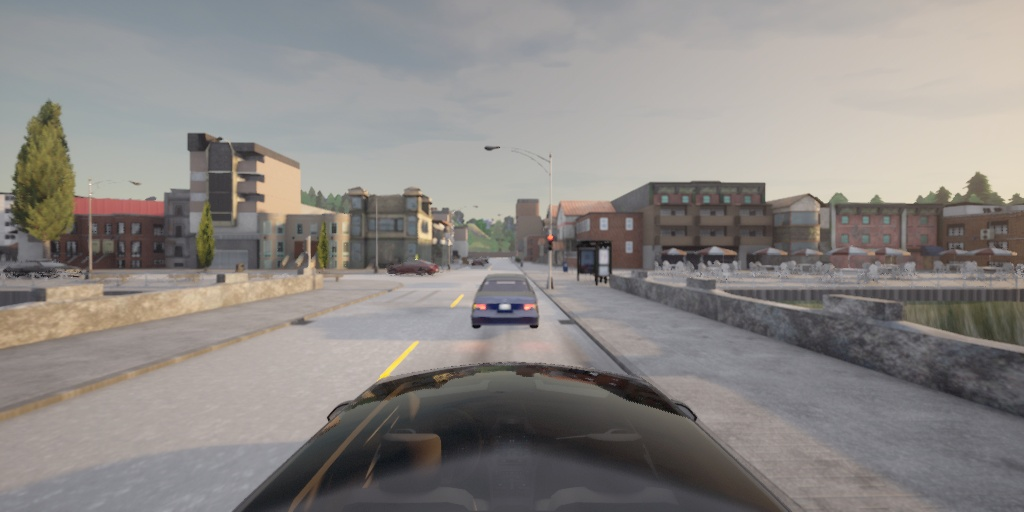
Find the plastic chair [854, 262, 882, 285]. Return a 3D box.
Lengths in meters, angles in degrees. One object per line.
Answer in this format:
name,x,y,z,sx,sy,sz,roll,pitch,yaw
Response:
plastic chair,23.164,1.193,23.346,0.750,1.272,0.730,0,0,-1

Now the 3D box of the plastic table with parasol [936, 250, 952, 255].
plastic table with parasol,45.851,0.545,37.153,2.482,2.480,2.482,0,0,-1

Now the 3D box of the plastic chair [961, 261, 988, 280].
plastic chair,36.024,1.186,27.942,0.730,1.272,0.750,0,0,-1

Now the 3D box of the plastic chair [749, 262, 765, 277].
plastic chair,20.989,1.147,30.897,0.730,1.272,0.750,0,0,-1

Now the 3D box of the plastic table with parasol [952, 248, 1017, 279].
plastic table with parasol,37.153,0.584,27.880,2.482,2.480,2.482,0,0,-1

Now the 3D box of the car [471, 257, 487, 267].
car,-5.396,1.029,57.032,1.895,1.301,4.718,0,0,-1

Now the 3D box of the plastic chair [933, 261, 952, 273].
plastic chair,44.649,1.147,37.246,0.730,1.272,0.750,0,0,-1

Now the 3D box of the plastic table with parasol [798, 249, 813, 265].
plastic table with parasol,29.409,0.528,35.763,2.482,2.480,2.482,0,0,-1

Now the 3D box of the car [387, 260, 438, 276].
car,-9.065,1.086,32.848,4.674,1.442,1.812,0,-1,12

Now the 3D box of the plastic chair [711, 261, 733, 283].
plastic chair,14.432,1.172,24.644,0.750,1.272,0.730,0,0,-1

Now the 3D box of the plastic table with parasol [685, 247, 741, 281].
plastic table with parasol,14.573,0.561,25.908,2.482,2.480,2.482,0,0,-1

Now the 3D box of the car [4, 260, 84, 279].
car,-36.806,1.069,28.216,4.674,1.442,1.812,0,0,-2

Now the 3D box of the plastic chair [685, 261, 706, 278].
plastic chair,13.300,1.162,26.018,0.730,1.272,0.750,0,0,-1

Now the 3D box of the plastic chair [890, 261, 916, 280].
plastic chair,29.872,1.180,27.402,0.750,1.272,0.730,0,0,-1

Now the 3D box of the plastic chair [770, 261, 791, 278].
plastic chair,22.121,1.156,29.523,0.750,1.272,0.730,0,0,-1

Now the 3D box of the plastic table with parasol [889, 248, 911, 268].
plastic table with parasol,29.853,0.569,28.682,2.482,2.480,2.482,0,0,-1

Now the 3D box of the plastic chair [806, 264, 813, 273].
plastic chair,29.111,1.139,34.386,0.750,1.272,0.730,0,0,-1

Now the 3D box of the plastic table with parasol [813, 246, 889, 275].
plastic table with parasol,23.233,0.581,24.698,2.482,2.480,2.482,0,0,-1

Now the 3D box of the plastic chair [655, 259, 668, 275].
plastic chair,13.919,1.119,33.835,0.730,1.272,0.750,0,0,-1

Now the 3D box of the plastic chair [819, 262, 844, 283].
plastic chair,22.032,1.183,24.720,0.730,1.272,0.750,0,0,-1

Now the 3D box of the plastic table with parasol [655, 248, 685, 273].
plastic table with parasol,15.142,0.517,33.743,2.482,2.480,2.482,0,0,-1

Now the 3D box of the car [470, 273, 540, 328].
car,-0.196,1.244,11.071,2.033,1.411,5.357,0,0,-1

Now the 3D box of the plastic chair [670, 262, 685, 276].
plastic chair,15.051,1.129,32.460,0.750,1.272,0.730,0,0,-1

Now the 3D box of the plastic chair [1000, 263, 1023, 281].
plastic chair,37.193,1.196,26.571,0.750,1.272,0.730,0,0,-1

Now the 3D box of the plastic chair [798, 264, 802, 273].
plastic chair,27.979,1.130,35.760,0.730,1.272,0.750,0,0,-1

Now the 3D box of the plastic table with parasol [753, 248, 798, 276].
plastic table with parasol,22.190,0.545,30.875,2.482,2.480,2.482,0,0,-1
